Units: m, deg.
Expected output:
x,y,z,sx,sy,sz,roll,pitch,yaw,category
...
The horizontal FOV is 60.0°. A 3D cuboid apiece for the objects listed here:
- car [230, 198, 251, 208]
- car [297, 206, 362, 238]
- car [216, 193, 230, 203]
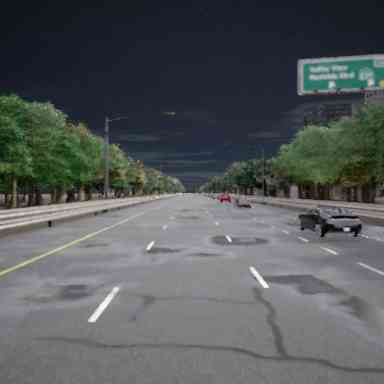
x,y,z,sx,sy,sz,roll,pitch,yaw,category
7.043,1.535,47.053,2.033,1.411,5.357,0,0,0,car
7.012,1.487,17.484,2.128,1.511,4.902,0,0,0,car
7.070,1.213,72.065,2.150,2.045,5.566,0,0,0,car
